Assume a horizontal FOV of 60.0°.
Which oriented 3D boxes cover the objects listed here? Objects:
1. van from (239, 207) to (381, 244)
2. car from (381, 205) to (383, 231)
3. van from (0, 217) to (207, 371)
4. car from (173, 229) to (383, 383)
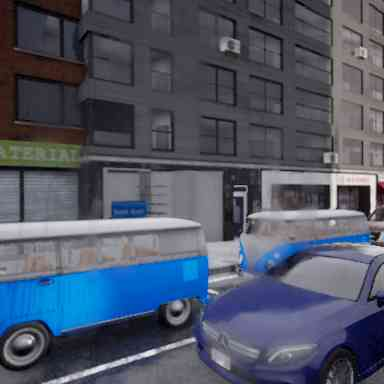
[{"bbox_3d":[2.970,1.373,8.621,3.998,1.788,1.690,0,-1,-35],"label":"van"},{"bbox_3d":[7.530,1.368,11.847,5.009,1.841,2.192,0,-1,-35],"label":"car"},{"bbox_3d":[-1.590,1.351,5.396,3.998,1.788,1.690,0,-1,-35],"label":"van"},{"bbox_3d":[2.213,1.545,4.930,4.674,1.442,1.812,0,0,-35],"label":"car"}]
